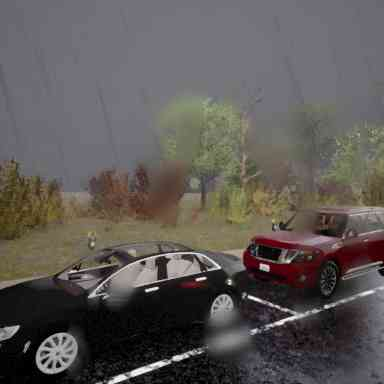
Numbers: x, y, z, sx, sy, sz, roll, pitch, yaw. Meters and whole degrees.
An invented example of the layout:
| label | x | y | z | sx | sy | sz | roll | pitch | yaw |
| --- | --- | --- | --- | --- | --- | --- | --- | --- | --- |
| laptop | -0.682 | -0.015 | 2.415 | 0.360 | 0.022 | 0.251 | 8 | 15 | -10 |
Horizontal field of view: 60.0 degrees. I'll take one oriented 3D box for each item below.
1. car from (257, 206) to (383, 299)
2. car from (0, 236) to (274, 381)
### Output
| label | x | y | z | sx | sy | sz | roll | pitch | yaw |
| --- | --- | --- | --- | --- | --- | --- | --- | --- | --- |
| car | 3.622 | 1.317 | 8.656 | 5.009 | 1.841 | 2.192 | 0 | 1 | -35 |
| car | -0.987 | 1.551 | 5.382 | 4.403 | 1.369 | 2.008 | 0 | 1 | -35 |
